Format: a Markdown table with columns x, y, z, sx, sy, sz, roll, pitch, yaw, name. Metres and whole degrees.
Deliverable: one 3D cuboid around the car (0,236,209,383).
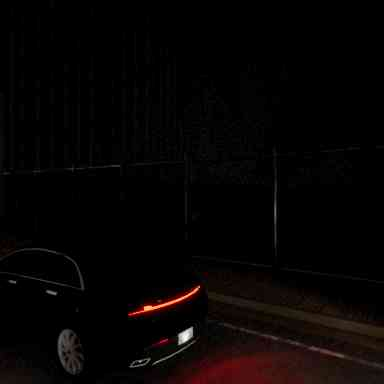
| x | y | z | sx | sy | sz | roll | pitch | yaw | name |
| --- | --- | --- | --- | --- | --- | --- | --- | --- | --- |
| -2.041 | 1.505 | 5.474 | 4.892 | 1.490 | 1.837 | 0 | 0 | 36 | car |
